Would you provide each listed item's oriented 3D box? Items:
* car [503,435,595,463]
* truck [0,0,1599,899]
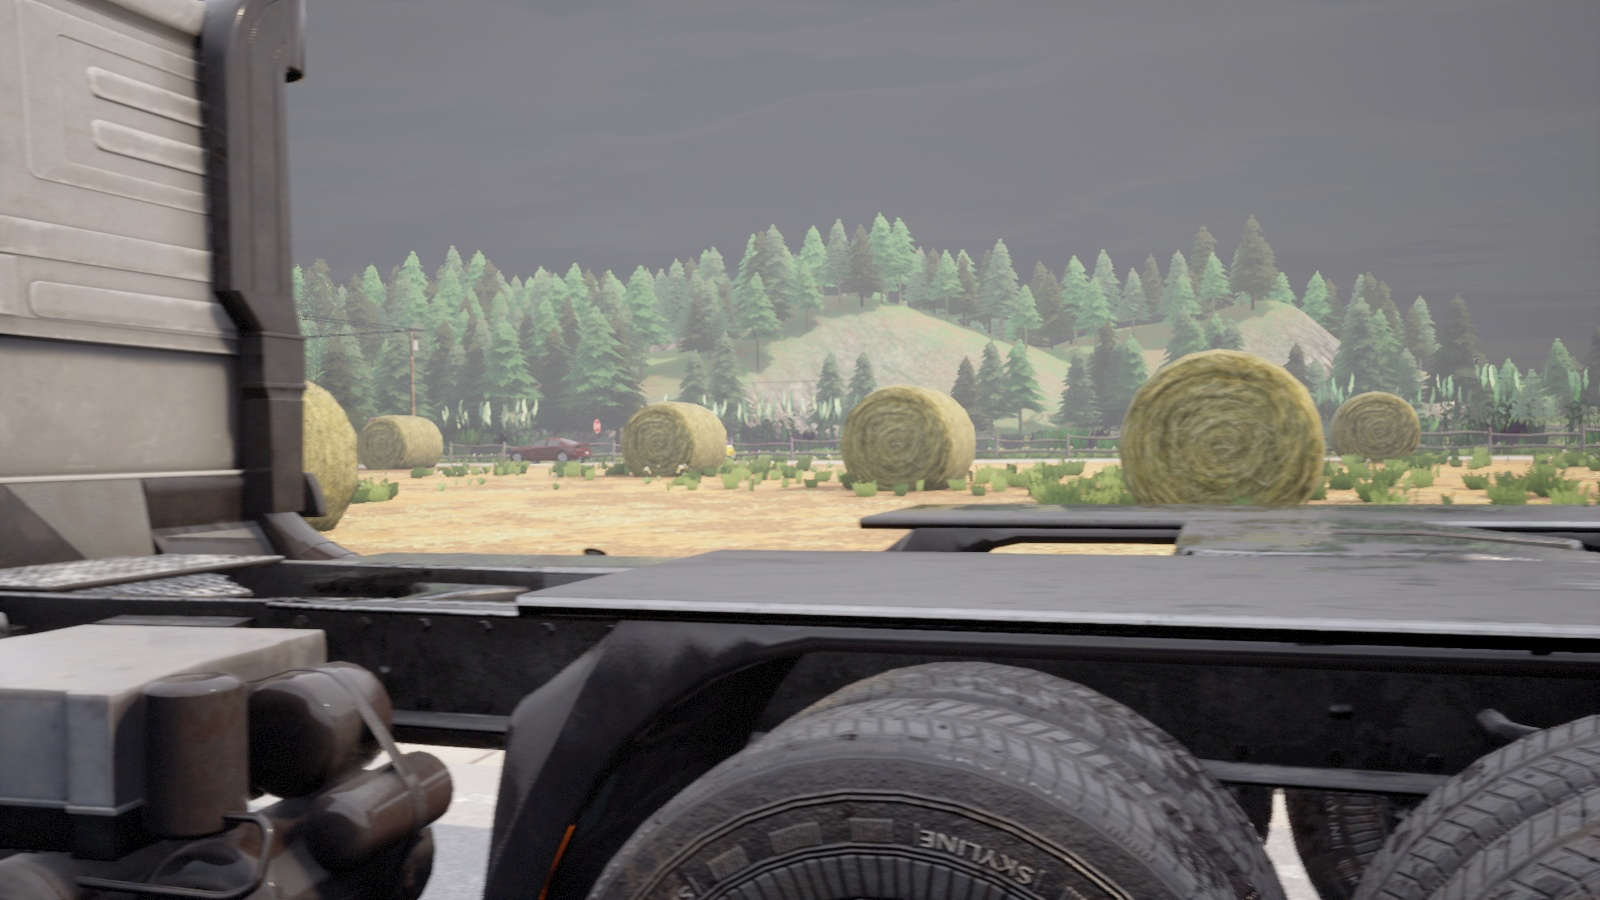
[{"bbox_3d":[-14.475,-0.065,72.405,5.008,1.535,1.882,0,1,22],"label":"car"},{"bbox_3d":[-0.941,-0.196,3.482,7.936,3.462,2.891,0,0,18],"label":"truck"}]
